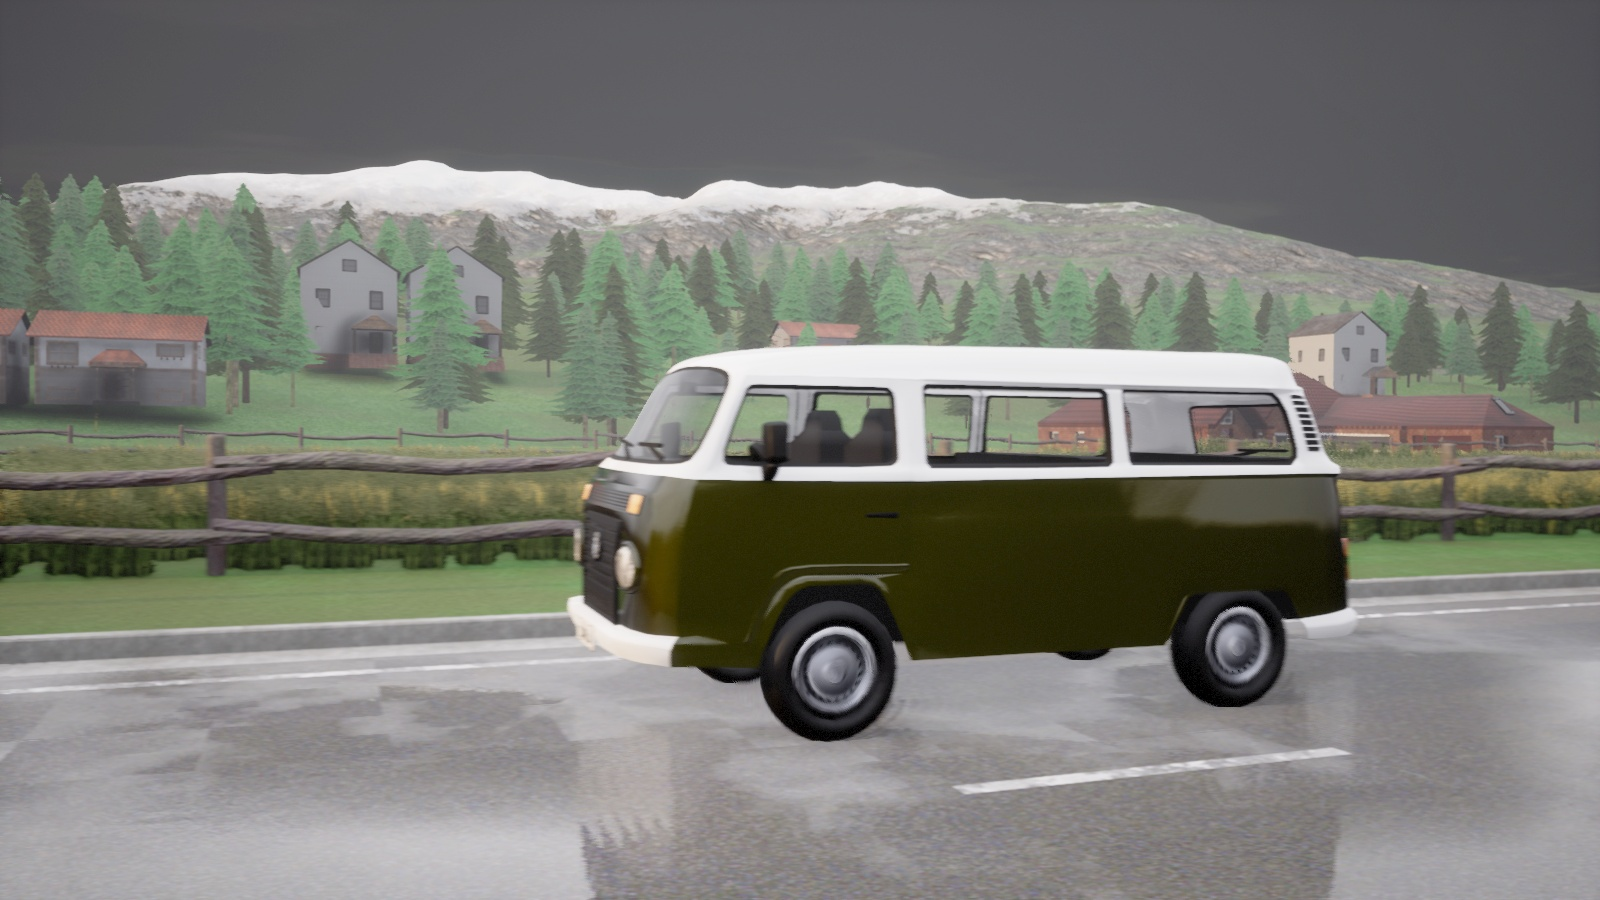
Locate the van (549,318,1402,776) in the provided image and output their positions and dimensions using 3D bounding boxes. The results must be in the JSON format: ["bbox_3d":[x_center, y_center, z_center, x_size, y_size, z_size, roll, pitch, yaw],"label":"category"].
[{"bbox_3d":[0.971,0.387,7.346,4.480,2.038,2.069,-1,1,-21],"label":"van"}]
